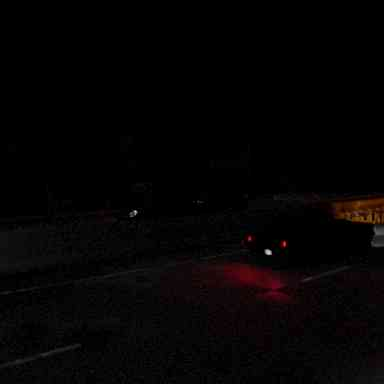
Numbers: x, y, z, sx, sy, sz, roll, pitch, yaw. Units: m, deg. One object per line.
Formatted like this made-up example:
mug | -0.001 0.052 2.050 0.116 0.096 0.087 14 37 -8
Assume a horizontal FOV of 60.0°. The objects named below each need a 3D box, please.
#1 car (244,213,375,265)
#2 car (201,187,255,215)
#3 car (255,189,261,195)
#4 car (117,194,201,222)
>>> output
car | 4.006 1.355 10.897 4.718 1.301 1.895 -3 2 -35
car | 2.060 0.642 26.907 5.566 2.045 2.150 -3 2 -35
car | 9.997 -0.093 58.231 2.033 1.411 5.357 -3 2 -35
car | -2.100 1.099 19.674 4.553 1.767 2.097 -3 2 -35
